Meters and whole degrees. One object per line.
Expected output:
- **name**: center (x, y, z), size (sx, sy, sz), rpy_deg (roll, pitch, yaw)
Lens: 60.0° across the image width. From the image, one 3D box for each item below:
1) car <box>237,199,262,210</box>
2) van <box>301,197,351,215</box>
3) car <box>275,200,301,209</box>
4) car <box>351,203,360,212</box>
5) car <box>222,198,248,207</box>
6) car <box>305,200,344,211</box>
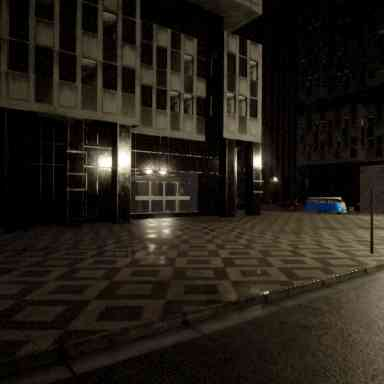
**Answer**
- **car**: center (7.114, 1.708, 43.324), size (1.887, 1.381, 4.507), rpy_deg (0, 0, -36)
- **van**: center (13.687, 1.426, 34.137), size (1.690, 1.788, 3.998), rpy_deg (0, 0, -36)
- **car**: center (14.042, 1.820, 48.291), size (1.802, 1.307, 4.206), rpy_deg (0, 0, -36)
- **car**: center (20.615, 1.726, 39.102), size (1.947, 1.339, 4.313), rpy_deg (0, 0, -36)
- **car**: center (7.370, 1.841, 57.617), size (1.752, 1.417, 4.829), rpy_deg (0, 0, -36)
- **car**: center (17.329, 1.750, 43.697), size (2.008, 1.369, 4.403), rpy_deg (0, 0, -36)
